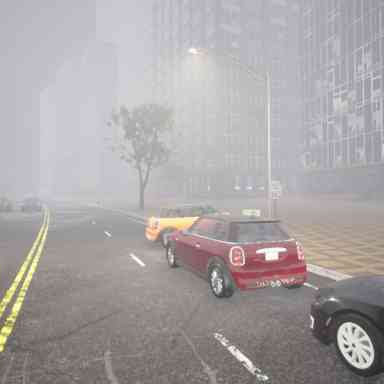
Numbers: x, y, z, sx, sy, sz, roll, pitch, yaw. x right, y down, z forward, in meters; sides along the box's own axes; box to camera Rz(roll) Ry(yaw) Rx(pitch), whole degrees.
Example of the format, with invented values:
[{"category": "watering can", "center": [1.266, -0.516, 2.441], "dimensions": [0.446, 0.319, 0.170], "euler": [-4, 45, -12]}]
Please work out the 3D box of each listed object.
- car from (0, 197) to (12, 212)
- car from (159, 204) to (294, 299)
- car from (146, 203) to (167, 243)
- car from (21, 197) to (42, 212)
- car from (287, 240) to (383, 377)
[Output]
[{"category": "car", "center": [-21.900, 1.390, 38.041], "dimensions": [2.097, 1.767, 4.553], "euler": [0, 0, -24]}, {"category": "car", "center": [0.856, 1.355, 8.879], "dimensions": [2.097, 1.767, 4.553], "euler": [0, 0, -22]}, {"category": "car", "center": [0.320, 1.276, 14.516], "dimensions": [4.553, 1.767, 2.097], "euler": [-3, 1, -18]}, {"category": "car", "center": [-18.934, 1.393, 39.370], "dimensions": [2.097, 1.767, 4.553], "euler": [0, 0, -24]}, {"category": "car", "center": [3.605, 1.505, 3.415], "dimensions": [1.837, 1.490, 4.892], "euler": [0, 0, -36]}]
